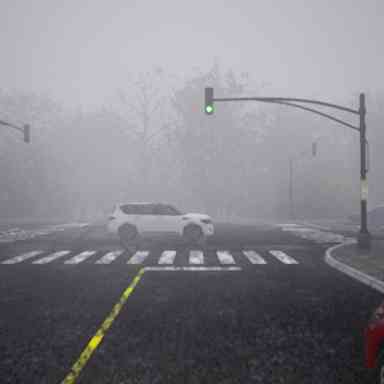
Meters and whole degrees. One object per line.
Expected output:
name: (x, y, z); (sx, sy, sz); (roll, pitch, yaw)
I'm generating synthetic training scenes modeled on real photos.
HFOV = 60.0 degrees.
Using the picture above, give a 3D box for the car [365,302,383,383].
car: (2.841, 1.334, 1.456); (2.192, 1.841, 5.009); (1, -1, 0)

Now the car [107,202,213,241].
car: (-1.666, 1.541, 17.708); (5.566, 2.045, 2.150); (0, -1, 1)

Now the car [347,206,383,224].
car: (15.389, 1.852, 27.241); (5.008, 1.535, 1.882); (-1, -1, 1)
